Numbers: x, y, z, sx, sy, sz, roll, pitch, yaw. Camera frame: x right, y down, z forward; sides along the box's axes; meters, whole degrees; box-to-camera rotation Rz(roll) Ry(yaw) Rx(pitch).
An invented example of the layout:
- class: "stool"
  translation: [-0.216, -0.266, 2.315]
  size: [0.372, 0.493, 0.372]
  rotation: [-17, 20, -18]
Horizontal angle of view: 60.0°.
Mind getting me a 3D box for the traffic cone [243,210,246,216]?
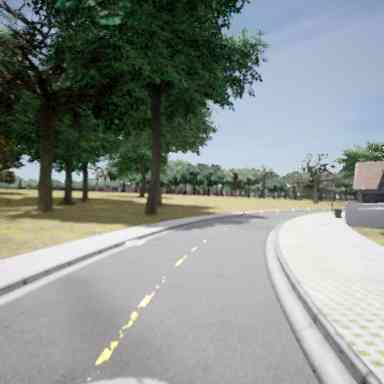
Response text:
- class: "traffic cone"
  translation: [5.514, 2.223, 35.022]
  size: [0.340, 0.580, 0.340]
  rotation: [-1, -1, 29]
